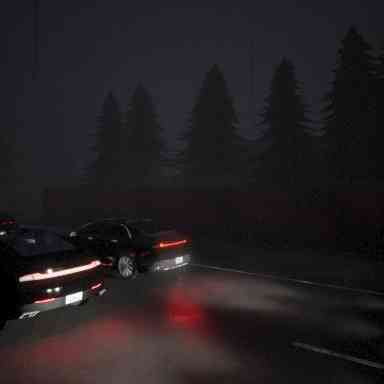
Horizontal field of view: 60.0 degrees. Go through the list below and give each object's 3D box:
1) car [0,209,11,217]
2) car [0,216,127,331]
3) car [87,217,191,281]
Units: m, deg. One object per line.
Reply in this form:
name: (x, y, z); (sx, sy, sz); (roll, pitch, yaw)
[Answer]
car: (-9.937, 1.505, 15.451); (4.892, 1.490, 1.837); (0, 0, 36)
car: (-3.866, 1.492, 6.777); (4.902, 1.511, 2.128); (0, 0, 36)
car: (-2.298, 1.505, 9.962); (4.892, 1.490, 1.837); (0, 0, 36)
